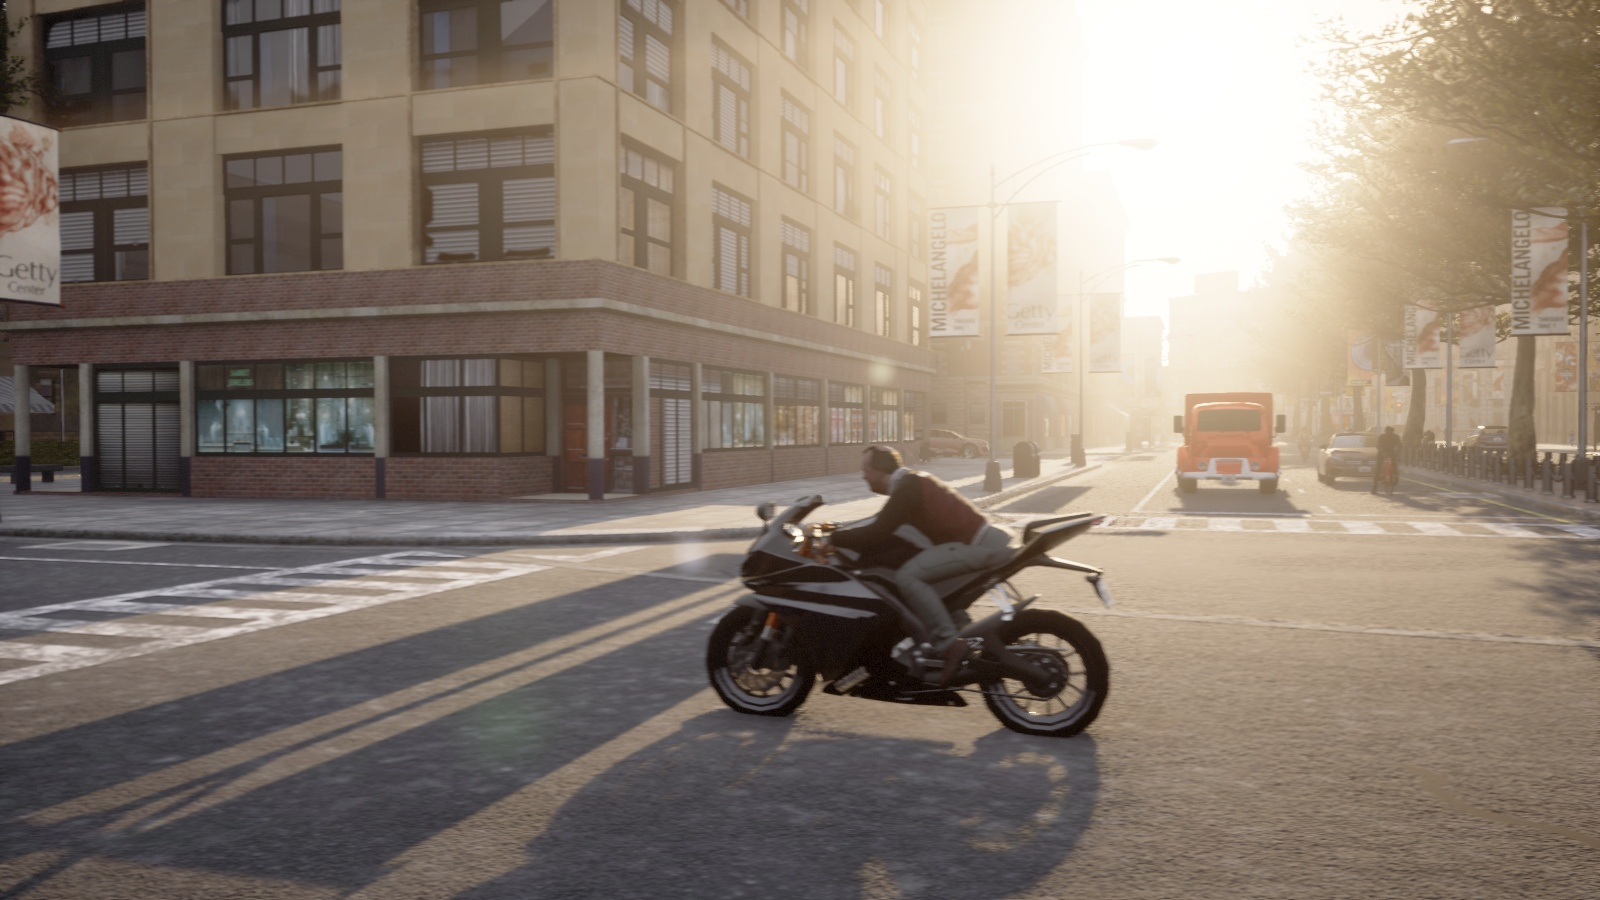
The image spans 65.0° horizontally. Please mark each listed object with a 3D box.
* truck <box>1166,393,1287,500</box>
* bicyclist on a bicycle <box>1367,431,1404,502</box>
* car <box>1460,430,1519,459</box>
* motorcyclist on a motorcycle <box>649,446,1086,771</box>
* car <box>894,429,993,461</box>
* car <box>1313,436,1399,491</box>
[{"bbox_3d":[10.702,-0.126,31.630,2.627,2.467,5.204,1,1,18],"label":"truck"},{"bbox_3d":[13.690,0.360,29.381,0.582,1.620,1.656,1,1,18],"label":"bicyclist on a bicycle"},{"bbox_3d":[40.582,-0.362,74.035,2.242,1.667,4.611,1,1,18],"label":"car"},{"bbox_3d":[0.373,0.755,6.760,2.191,1.530,0.866,1,1,19],"label":"motorcyclist on a motorcycle"},{"bbox_3d":[7.583,-0.276,66.245,4.856,1.649,2.033,1,1,18],"label":"car"},{"bbox_3d":[15.793,0.337,35.870,1.812,1.442,4.674,1,1,18],"label":"car"}]
